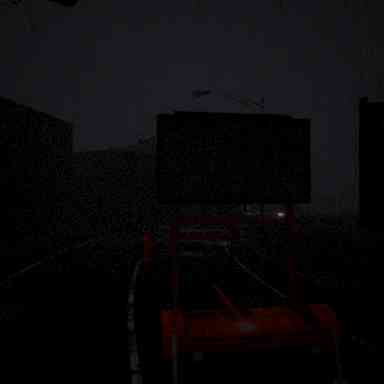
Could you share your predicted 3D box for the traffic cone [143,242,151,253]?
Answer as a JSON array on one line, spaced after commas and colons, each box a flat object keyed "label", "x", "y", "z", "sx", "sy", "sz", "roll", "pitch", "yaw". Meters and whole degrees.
[{"label": "traffic cone", "x": -1.678, "y": 2.204, "z": 12.023, "sx": 0.340, "sy": 0.580, "sz": 0.340, "roll": 0, "pitch": -1, "yaw": -6}]

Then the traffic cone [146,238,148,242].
[{"label": "traffic cone", "x": -1.888, "y": 2.244, "z": 14.011, "sx": 0.340, "sy": 0.580, "sz": 0.340, "roll": 0, "pitch": -1, "yaw": -6}]

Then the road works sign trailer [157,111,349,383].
[{"label": "road works sign trailer", "x": 0.625, "y": 0.573, "z": 5.283, "sx": 2.380, "sy": 3.560, "sz": 2.880, "roll": 0, "pitch": -1, "yaw": -8}]

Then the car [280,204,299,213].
[{"label": "car", "x": 17.070, "y": 2.854, "z": 58.078, "sx": 1.882, "sy": 1.535, "sz": 5.008, "roll": 0, "pitch": -1, "yaw": 36}]
